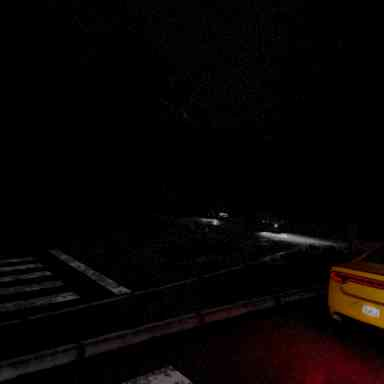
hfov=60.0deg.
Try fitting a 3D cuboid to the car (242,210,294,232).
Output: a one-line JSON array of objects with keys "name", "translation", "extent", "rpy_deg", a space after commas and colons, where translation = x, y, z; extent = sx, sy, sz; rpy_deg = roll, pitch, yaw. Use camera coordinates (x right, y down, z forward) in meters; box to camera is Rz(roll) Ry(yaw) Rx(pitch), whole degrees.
[{"name": "car", "translation": [5.267, 2.095, 24.882], "extent": [2.128, 1.511, 4.902], "rpy_deg": [4, -2, -10]}]

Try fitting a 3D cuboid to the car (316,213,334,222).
[{"name": "car", "translation": [19.856, 4.059, 53.201], "extent": [5.357, 1.411, 2.033], "rpy_deg": [3, -2, -3]}]

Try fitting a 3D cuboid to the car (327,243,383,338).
[{"name": "car", "translation": [4.545, 1.539, 5.902], "extent": [5.008, 1.535, 1.882], "rpy_deg": [1, -1, -33]}]

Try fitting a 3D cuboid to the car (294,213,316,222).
[{"name": "car", "translation": [15.277, 3.693, 48.905], "extent": [4.718, 1.301, 1.895], "rpy_deg": [4, -2, -20]}]

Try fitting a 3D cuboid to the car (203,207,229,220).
[{"name": "car", "translation": [3.056, 2.633, 41.368], "extent": [1.837, 1.490, 4.892], "rpy_deg": [1, -3, 28]}]
